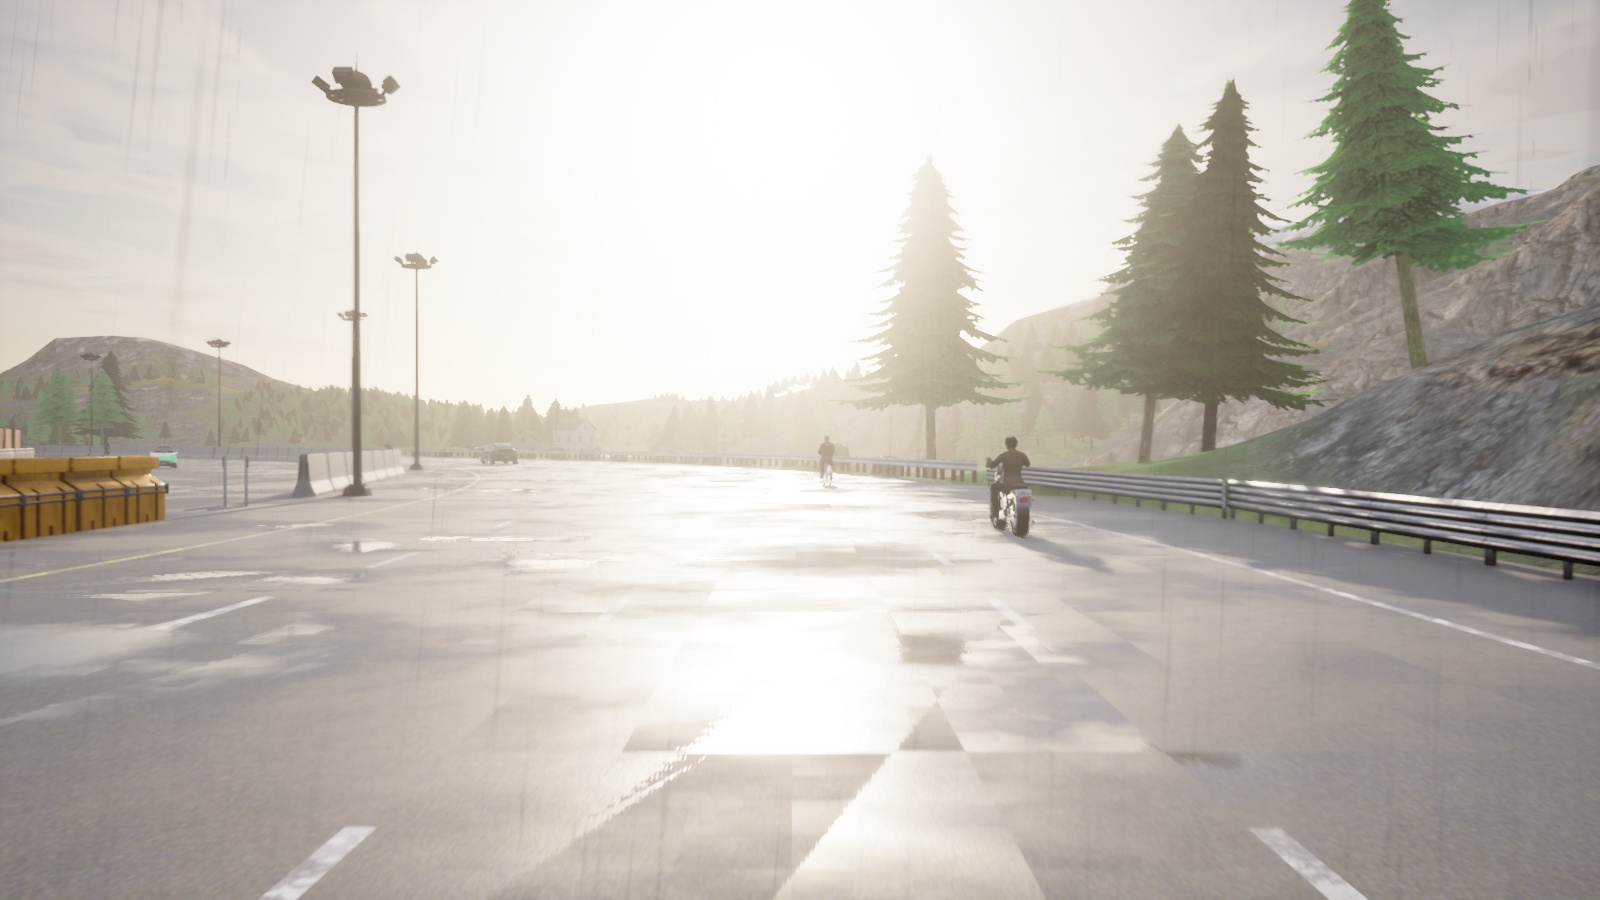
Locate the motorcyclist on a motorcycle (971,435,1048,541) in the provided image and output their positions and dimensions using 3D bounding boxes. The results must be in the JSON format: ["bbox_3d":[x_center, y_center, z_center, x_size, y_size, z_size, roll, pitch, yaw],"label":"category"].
[{"bbox_3d":[3.429,0.582,20.760,0.766,1.649,2.350,0,0,-2],"label":"motorcyclist on a motorcycle"}]

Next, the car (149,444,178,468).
[{"bbox_3d":[-37.888,0.349,74.774,1.481,1.376,2.207,0,0,-24],"label":"car"}]

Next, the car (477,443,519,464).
[{"bbox_3d":[-21.433,0.232,89.029,1.837,1.490,4.892,0,0,-27],"label":"car"}]
